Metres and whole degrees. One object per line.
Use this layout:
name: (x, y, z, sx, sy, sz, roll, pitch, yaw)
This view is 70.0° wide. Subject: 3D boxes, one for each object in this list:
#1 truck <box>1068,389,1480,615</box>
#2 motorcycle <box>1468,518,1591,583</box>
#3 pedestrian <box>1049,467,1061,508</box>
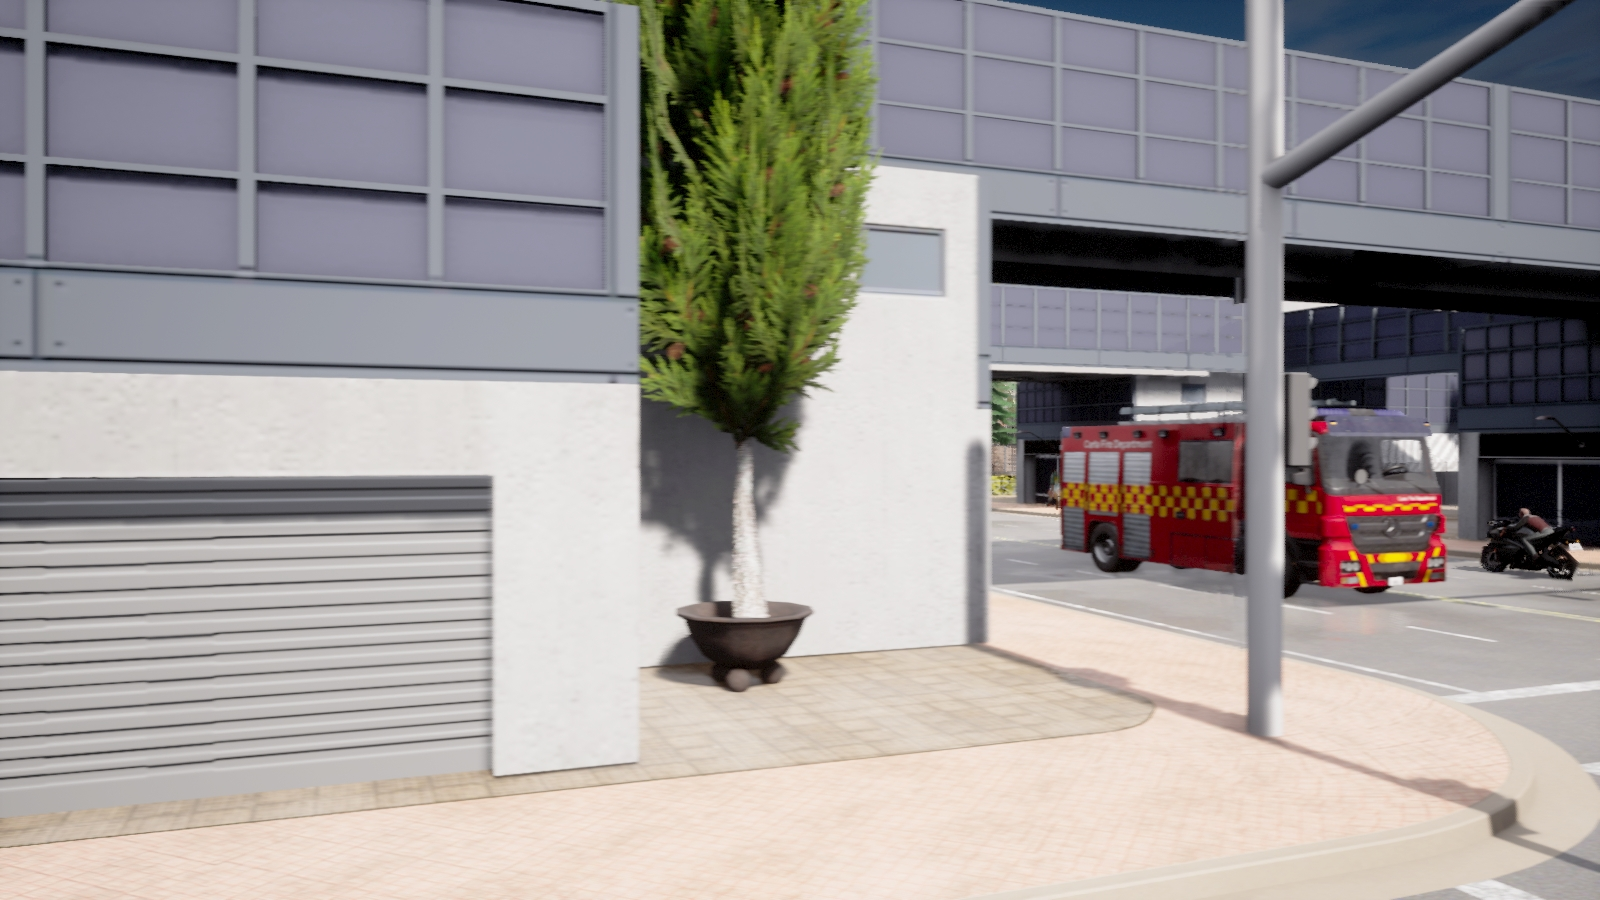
truck: (9.278, 0.887, 23.845, 2.891, 3.827, 8.468, 0, 0, -21)
motorcycle: (16.181, 2.201, 25.422, 0.867, 1.251, 2.209, 0, 0, -21)
pedestrian: (11.615, 1.694, 52.043, 0.375, 1.860, 0.375, 0, 0, -21)
